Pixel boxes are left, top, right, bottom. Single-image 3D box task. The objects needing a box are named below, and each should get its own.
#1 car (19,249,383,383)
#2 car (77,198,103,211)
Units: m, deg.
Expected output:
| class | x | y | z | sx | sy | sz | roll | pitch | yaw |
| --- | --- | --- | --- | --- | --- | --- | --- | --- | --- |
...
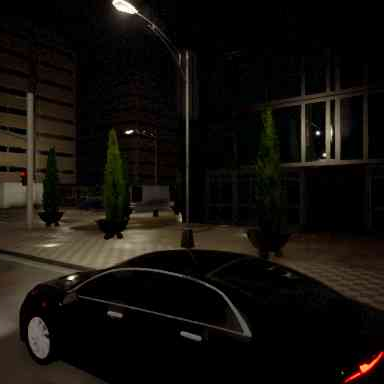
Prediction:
| class | x | y | z | sx | sy | sz | roll | pitch | yaw |
| --- | --- | --- | --- | --- | --- | --- | --- | --- | --- |
| car | -0.268 | 1.504 | 4.183 | 4.892 | 1.490 | 1.837 | 0 | 0 | 36 |
| car | -11.797 | 1.533 | 41.209 | 1.882 | 1.535 | 5.008 | 0 | 0 | 35 |
